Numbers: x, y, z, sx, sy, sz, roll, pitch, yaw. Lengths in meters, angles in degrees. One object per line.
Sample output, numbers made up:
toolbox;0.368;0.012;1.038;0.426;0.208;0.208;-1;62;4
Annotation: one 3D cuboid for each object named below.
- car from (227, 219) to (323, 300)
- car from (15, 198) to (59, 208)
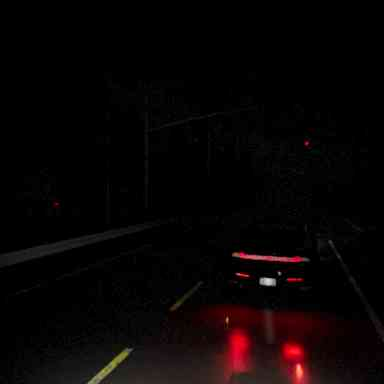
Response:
car;2.195;1.434;8.432;2.128;1.511;4.902;0;0;19
car;-16.341;1.301;34.390;4.718;1.301;1.895;0;0;18
